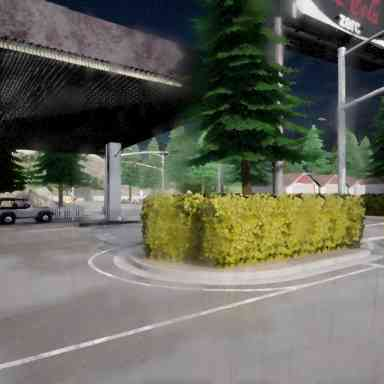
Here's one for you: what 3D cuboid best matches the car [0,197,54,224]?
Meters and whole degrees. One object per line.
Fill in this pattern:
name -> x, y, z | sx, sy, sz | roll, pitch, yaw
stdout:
car -> -11.935, 1.313, 23.504 | 3.866, 1.878, 1.905 | 0, 0, -36
